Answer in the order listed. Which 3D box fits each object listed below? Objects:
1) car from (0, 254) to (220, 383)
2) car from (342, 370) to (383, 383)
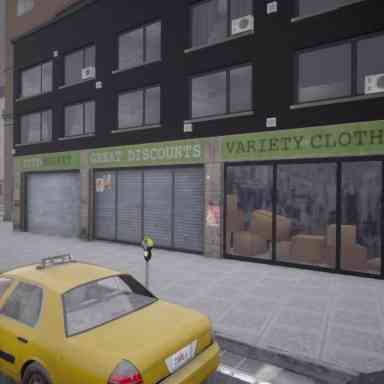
[{"bbox_3d":[-1.980,1.524,4.494,4.829,1.417,1.752,0,1,35],"label":"car"},{"bbox_3d":[2.712,1.551,1.160,4.403,1.369,2.008,0,1,35],"label":"car"}]
